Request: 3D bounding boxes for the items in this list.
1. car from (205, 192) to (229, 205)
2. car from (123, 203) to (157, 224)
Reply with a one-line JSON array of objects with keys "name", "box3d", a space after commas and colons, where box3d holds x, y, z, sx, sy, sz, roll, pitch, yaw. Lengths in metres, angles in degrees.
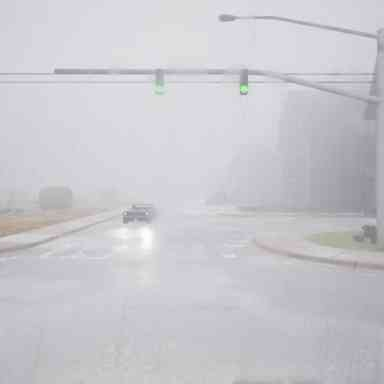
[{"name": "car", "box3d": [3.947, 0.971, 52.590, 1.905, 1.878, 3.866, -8, 4, -42]}, {"name": "car", "box3d": [-3.679, 1.508, 23.975, 1.895, 1.301, 4.718, 0, 0, 0]}]
